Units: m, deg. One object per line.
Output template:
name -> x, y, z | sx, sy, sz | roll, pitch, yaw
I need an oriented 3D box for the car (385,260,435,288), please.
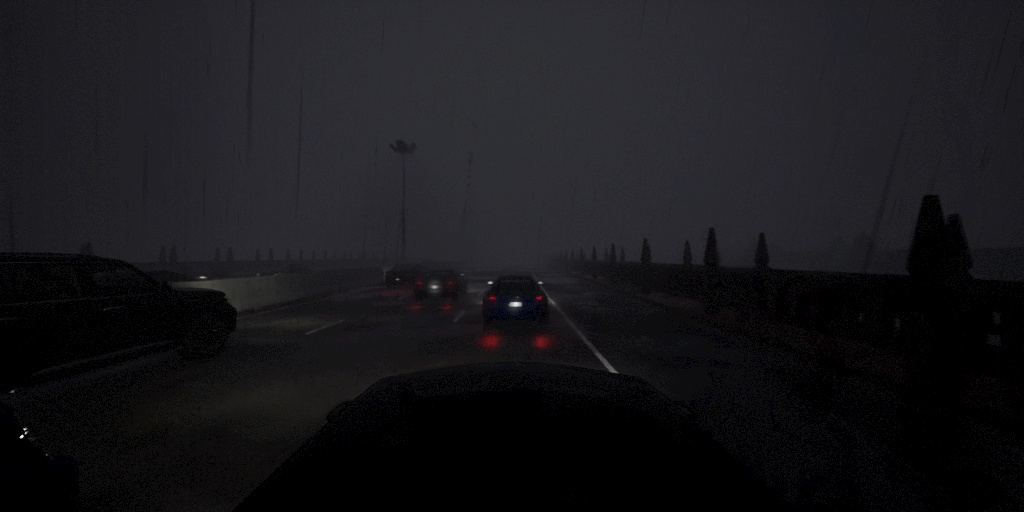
car -> -6.700, 1.228, 23.666 | 1.882, 1.535, 5.008 | 0, 0, 1

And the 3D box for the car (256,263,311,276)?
car -> -17.315, 1.275, 27.439 | 1.812, 1.442, 4.674 | 0, 0, 2

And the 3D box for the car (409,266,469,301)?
car -> -3.322, 1.314, 17.513 | 1.994, 1.385, 4.181 | 0, 0, 1

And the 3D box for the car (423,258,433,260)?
car -> -12.999, 1.254, 54.516 | 1.837, 1.490, 4.892 | 0, 0, 2

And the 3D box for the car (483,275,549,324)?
car -> 0.119, 1.314, 11.979 | 1.994, 1.385, 4.181 | 0, 0, 0

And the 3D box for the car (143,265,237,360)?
car -> -6.900, 0.972, 5.190 | 2.150, 2.045, 5.566 | 0, 0, 0

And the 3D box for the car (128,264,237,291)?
car -> -20.925, 1.297, 23.221 | 2.033, 1.411, 5.357 | 0, 0, 1
